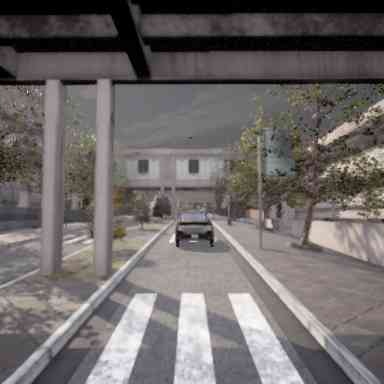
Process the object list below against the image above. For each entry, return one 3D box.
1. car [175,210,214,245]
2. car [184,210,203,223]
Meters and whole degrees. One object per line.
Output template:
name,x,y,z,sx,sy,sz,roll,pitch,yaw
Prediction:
car,0.128,1.834,17.283,2.128,1.511,4.902,0,-2,0
car,0.154,2.580,35.574,1.895,1.301,4.718,0,-2,0
